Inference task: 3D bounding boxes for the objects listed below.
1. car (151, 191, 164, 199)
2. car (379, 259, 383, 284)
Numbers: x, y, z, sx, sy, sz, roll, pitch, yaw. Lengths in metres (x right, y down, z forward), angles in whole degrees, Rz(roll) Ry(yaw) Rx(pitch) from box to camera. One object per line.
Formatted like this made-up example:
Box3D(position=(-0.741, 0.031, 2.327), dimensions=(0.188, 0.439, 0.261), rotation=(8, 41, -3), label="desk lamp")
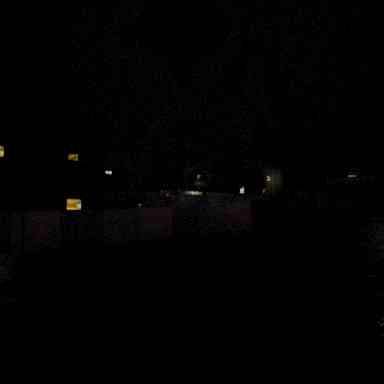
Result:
Box3D(position=(-6.440, 0.638, 61.681), dimensions=(1.812, 1.442, 4.674), rotation=(1, 1, -21), label="car")
Box3D(position=(6.436, 1.535, 8.052), dimensions=(4.674, 1.442, 1.812), rotation=(0, 0, -35), label="car")
